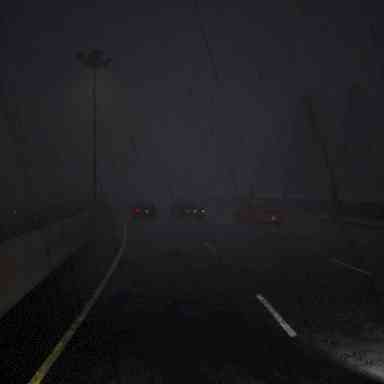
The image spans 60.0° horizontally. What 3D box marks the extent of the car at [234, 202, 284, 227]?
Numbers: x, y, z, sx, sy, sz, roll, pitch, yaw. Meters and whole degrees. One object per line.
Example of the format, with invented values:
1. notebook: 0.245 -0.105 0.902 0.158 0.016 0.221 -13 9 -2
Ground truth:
1. car: 4.369 1.413 22.387 1.882 1.535 5.008 0 0 -12

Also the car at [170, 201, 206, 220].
1. car: -0.443 1.483 27.460 2.033 1.411 5.357 0 0 -16

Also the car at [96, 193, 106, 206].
1. car: -15.403 1.215 52.983 2.150 2.045 5.566 0 -1 -31

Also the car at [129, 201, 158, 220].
1. car: -4.059 1.495 27.493 2.163 1.488 4.792 0 0 -16
